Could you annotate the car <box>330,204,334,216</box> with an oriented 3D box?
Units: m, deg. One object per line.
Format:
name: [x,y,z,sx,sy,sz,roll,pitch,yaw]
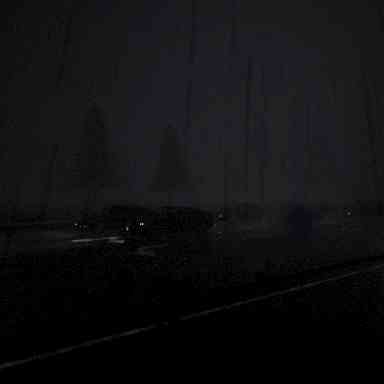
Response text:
car: [11.446,1.601,30.518,4.718,1.301,1.895,0,0,-35]

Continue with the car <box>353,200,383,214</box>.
car: [19.654,1.564,36.279,4.181,1.385,1.994,0,0,-35]

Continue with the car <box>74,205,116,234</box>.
car: [-4.285,1.505,19.341,4.892,1.490,1.837,0,0,-35]

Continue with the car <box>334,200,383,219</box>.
car: [14.851,1.491,28.649,4.902,1.511,2.128,0,0,-35]

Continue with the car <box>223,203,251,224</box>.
car: [3.653,1.547,24.987,5.357,1.411,2.033,0,0,-35]

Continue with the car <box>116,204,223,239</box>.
car: [-1.092,1.492,17.315,4.902,1.511,2.128,0,0,-35]

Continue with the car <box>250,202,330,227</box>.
car: [6.851,1.547,22.970,5.357,1.411,2.033,0,0,-35]
